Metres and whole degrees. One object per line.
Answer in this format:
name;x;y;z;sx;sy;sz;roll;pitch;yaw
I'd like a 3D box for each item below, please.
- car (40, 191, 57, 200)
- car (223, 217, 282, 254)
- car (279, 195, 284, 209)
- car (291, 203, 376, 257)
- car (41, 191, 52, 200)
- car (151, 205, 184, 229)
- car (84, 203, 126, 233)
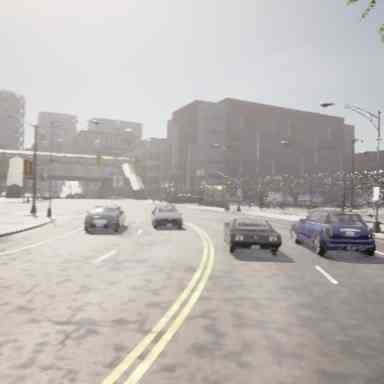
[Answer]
car;-30.289;0.953;70.179;2.097;1.535;5.008;2;0;-26
car;2.357;1.712;14.168;1.895;1.301;4.718;1;0;2
car;12.759;1.775;54.608;2.185;1.767;4.553;2;0;-26
car;5.824;1.552;14.277;2.097;1.767;4.553;1;0;1
car;-33.222;0.772;75.896;2.185;1.767;4.553;2;0;-26
car;-1.745;1.582;22.301;2.033;1.411;5.357;2;0;-9
car;-4.941;1.434;19.327;2.128;1.511;4.902;2;0;-6
